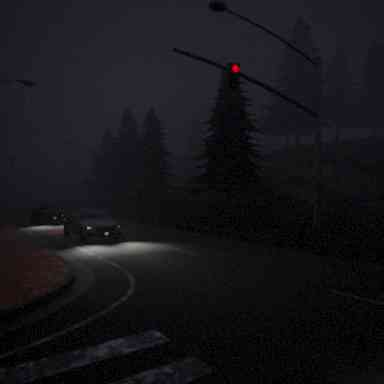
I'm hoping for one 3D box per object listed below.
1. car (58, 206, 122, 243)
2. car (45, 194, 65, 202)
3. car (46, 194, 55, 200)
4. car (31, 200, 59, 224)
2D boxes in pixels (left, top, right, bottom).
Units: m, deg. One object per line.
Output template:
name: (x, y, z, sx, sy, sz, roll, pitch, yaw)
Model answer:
car: (-5.185, 1.601, 16.949, 1.812, 1.442, 4.674, 1, 0, -35)
car: (-31.349, 1.389, 76.288, 3.866, 1.878, 1.905, 1, 0, -35)
car: (-29.587, 1.387, 74.453, 4.605, 1.855, 1.932, 1, 0, -35)
car: (-11.022, 1.591, 25.441, 1.837, 1.490, 4.892, 1, 0, -34)
